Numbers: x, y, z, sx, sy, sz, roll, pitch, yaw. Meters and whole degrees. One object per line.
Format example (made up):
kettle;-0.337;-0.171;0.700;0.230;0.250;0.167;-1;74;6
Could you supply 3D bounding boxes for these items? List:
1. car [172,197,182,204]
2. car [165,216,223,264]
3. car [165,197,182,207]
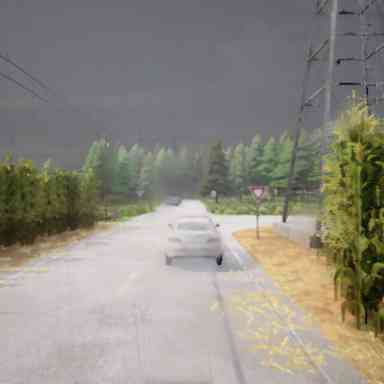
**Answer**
car;-3.206;1.747;71.032;1.837;1.490;4.892;0;0;0
car;0.070;1.568;11.949;1.812;1.442;4.674;0;0;0
car;-3.266;1.545;55.037;2.097;1.767;4.553;0;0;0
